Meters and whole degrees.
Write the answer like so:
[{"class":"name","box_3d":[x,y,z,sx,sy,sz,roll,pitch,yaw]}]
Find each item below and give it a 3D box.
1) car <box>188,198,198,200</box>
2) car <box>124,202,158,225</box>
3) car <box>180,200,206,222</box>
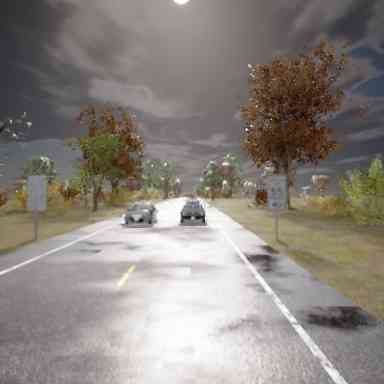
[{"class":"car","box_3d":[0.100,1.533,43.755,1.812,1.442,4.674,0,0,0]},{"class":"car","box_3d":[-3.562,1.476,23.911,2.128,1.511,4.902,0,0,0]},{"class":"car","box_3d":[0.081,1.585,26.120,1.895,1.301,4.718,0,0,0]}]
